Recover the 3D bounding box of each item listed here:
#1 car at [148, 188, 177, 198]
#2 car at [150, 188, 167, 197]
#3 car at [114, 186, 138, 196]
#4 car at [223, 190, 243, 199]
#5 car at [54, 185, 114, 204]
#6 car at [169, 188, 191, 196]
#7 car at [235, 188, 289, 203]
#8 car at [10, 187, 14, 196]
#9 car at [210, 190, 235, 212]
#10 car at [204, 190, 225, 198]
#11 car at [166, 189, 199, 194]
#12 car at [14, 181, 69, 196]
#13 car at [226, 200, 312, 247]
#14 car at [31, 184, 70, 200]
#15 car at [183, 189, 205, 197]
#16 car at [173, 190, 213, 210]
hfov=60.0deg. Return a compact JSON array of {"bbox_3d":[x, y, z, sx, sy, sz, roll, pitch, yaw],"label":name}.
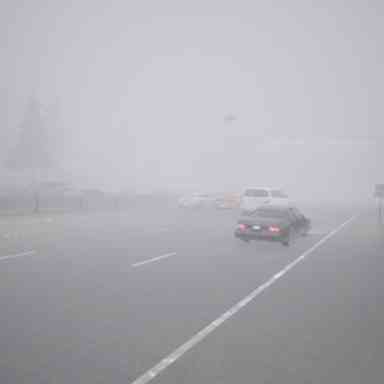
[{"bbox_3d":[-4.790,0.133,54.564,2.128,1.511,4.902,2,1,31],"label":"car"},{"bbox_3d":[-4.201,0.250,48.827,1.837,1.490,4.892,2,1,31],"label":"car"},{"bbox_3d":[-10.571,-0.159,51.764,2.097,1.767,4.553,2,1,31],"label":"car"},{"bbox_3d":[7.730,0.496,61.890,1.837,1.490,4.892,2,1,31],"label":"car"},{"bbox_3d":[-10.227,0.343,31.979,1.882,1.535,5.008,3,2,31],"label":"car"},{"bbox_3d":[-2.302,0.097,65.562,1.837,1.490,4.892,2,1,31],"label":"car"},{"bbox_3d":[5.317,0.735,23.529,2.150,2.045,5.566,2,2,31],"label":"car"},{"bbox_3d":[-18.238,-0.297,38.992,2.150,2.045,5.566,2,1,31],"label":"car"},{"bbox_3d":[3.704,0.853,27.662,1.882,1.535,5.008,2,1,31],"label":"car"},{"bbox_3d":[4.377,0.364,63.078,1.837,1.490,4.892,2,1,31],"label":"car"},{"bbox_3d":[-1.175,0.396,47.080,1.812,1.442,4.674,2,1,31],"label":"car"},{"bbox_3d":[-15.771,-0.178,36.315,2.150,2.045,5.566,3,1,31],"label":"car"},{"bbox_3d":[3.556,1.268,13.800,2.033,1.411,5.357,2,2,31],"label":"car"},{"bbox_3d":[-13.227,0.237,33.779,1.837,1.490,4.892,2,1,31],"label":"car"},{"bbox_3d":[0.386,0.216,63.264,1.837,1.490,4.892,2,1,31],"label":"car"},{"bbox_3d":[0.613,0.783,29.305,1.812,1.442,4.674,2,2,31],"label":"car"}]
